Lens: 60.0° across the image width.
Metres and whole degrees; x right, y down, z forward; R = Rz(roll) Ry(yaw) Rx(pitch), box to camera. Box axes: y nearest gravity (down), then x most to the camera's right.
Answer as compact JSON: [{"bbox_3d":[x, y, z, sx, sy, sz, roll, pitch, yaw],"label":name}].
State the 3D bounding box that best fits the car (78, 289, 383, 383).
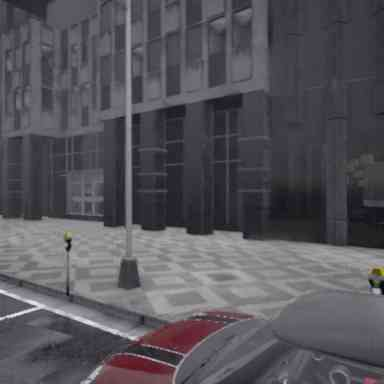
[{"bbox_3d":[0.968,1.441,2.157,4.097,1.590,1.967,0,0,36],"label":"car"}]
